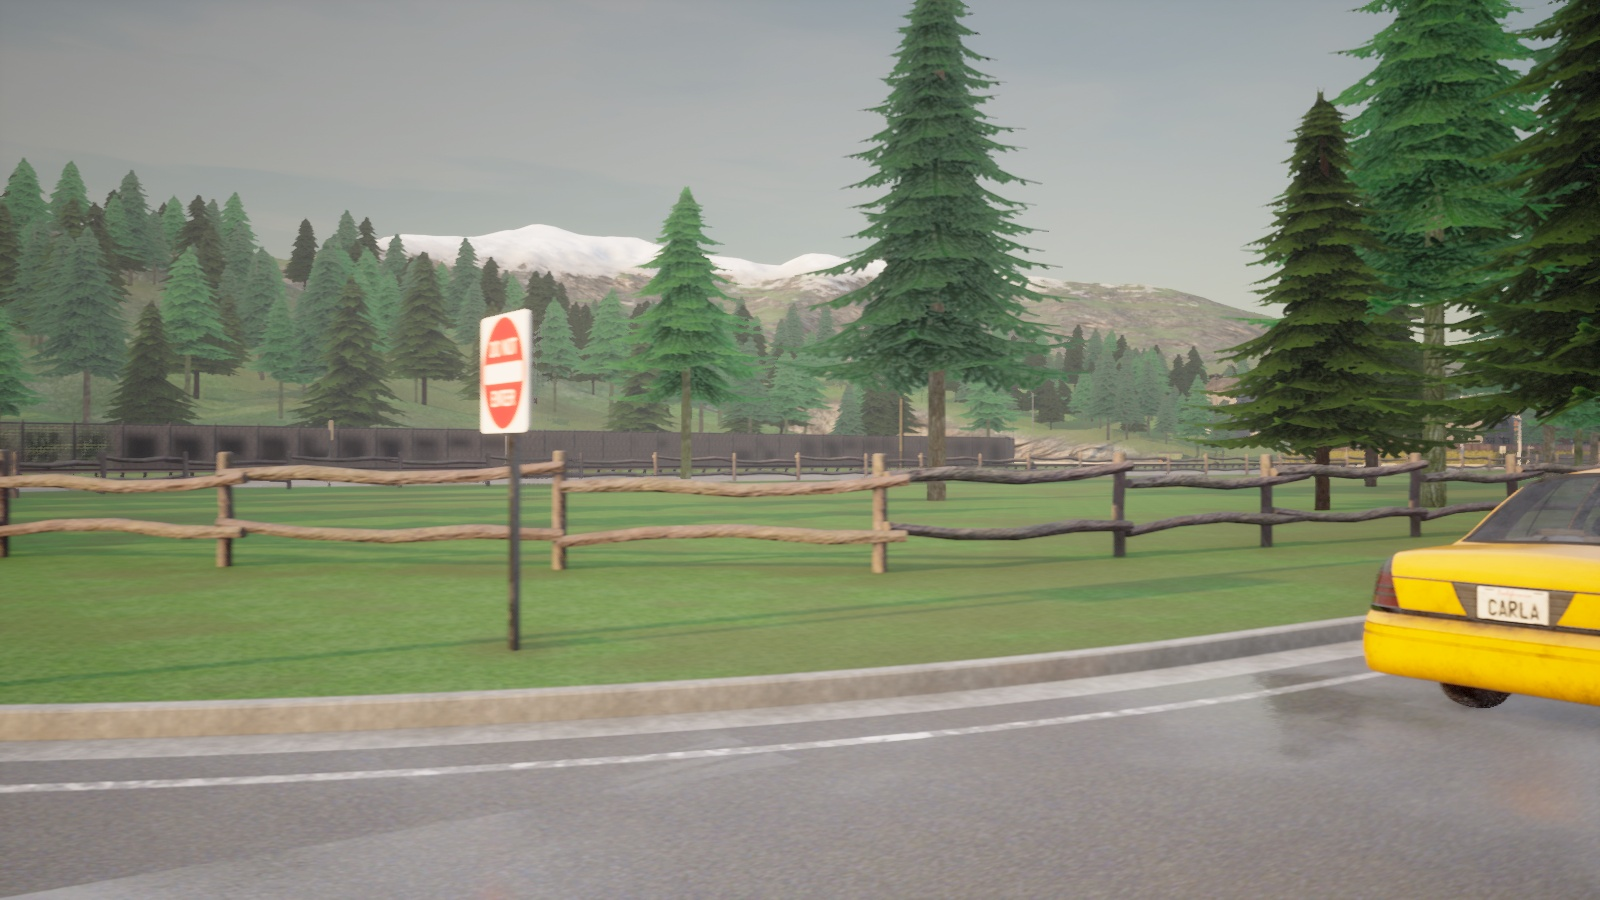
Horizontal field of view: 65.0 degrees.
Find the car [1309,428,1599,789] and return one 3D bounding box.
[{"bbox_3d":[5.404,0.690,7.420,5.366,1.575,1.801,0,0,-35],"label":"car"}]
